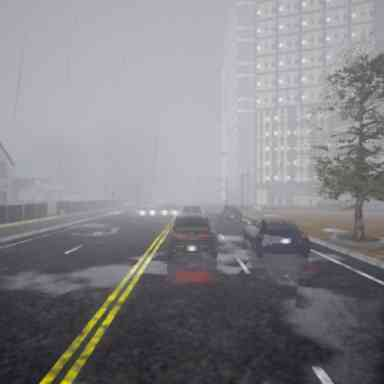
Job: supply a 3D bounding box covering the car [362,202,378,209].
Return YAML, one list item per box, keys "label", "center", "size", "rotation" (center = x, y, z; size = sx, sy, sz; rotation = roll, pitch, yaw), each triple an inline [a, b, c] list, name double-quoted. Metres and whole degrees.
- label: "car"
  center: [31.015, 2.318, 59.967]
  size: [4.403, 1.369, 2.008]
  rotation: [0, 1, 20]

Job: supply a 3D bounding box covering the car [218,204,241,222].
- label: "car"
  center: [3.260, 1.801, 28.919]
  size: [1.812, 1.442, 4.674]
  rotation: [0, 0, 0]

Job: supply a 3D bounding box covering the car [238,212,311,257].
- label: "car"
  center: [3.266, 1.691, 13.541]
  size: [1.994, 1.385, 4.181]
  rotation: [0, 0, 1]

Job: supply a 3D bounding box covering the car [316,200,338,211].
- label: "car"
  center: [22.984, 2.187, 54.510]
  size: [5.009, 1.841, 2.192]
  rotation: [0, 1, 20]

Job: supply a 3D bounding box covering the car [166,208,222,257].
- label: "car"
  center: [0.016, 1.634, 13.507]
  size: [1.837, 1.490, 4.892]
  rotation: [0, 0, 0]

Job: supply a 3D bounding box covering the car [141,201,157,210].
- label: "car"
  center: [-6.541, 2.101, 50.745]
  size: [1.895, 1.301, 4.718]
  rotation: [0, -1, 0]

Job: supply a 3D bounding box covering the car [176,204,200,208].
- label: "car"
  center: [-0.002, 1.809, 27.506]
  size: [2.033, 1.411, 5.357]
  rotation: [0, -1, 0]

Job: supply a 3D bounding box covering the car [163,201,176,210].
- label: "car"
  center: [-3.291, 2.101, 50.739]
  size: [1.895, 1.301, 4.718]
  rotation: [0, -1, 0]
